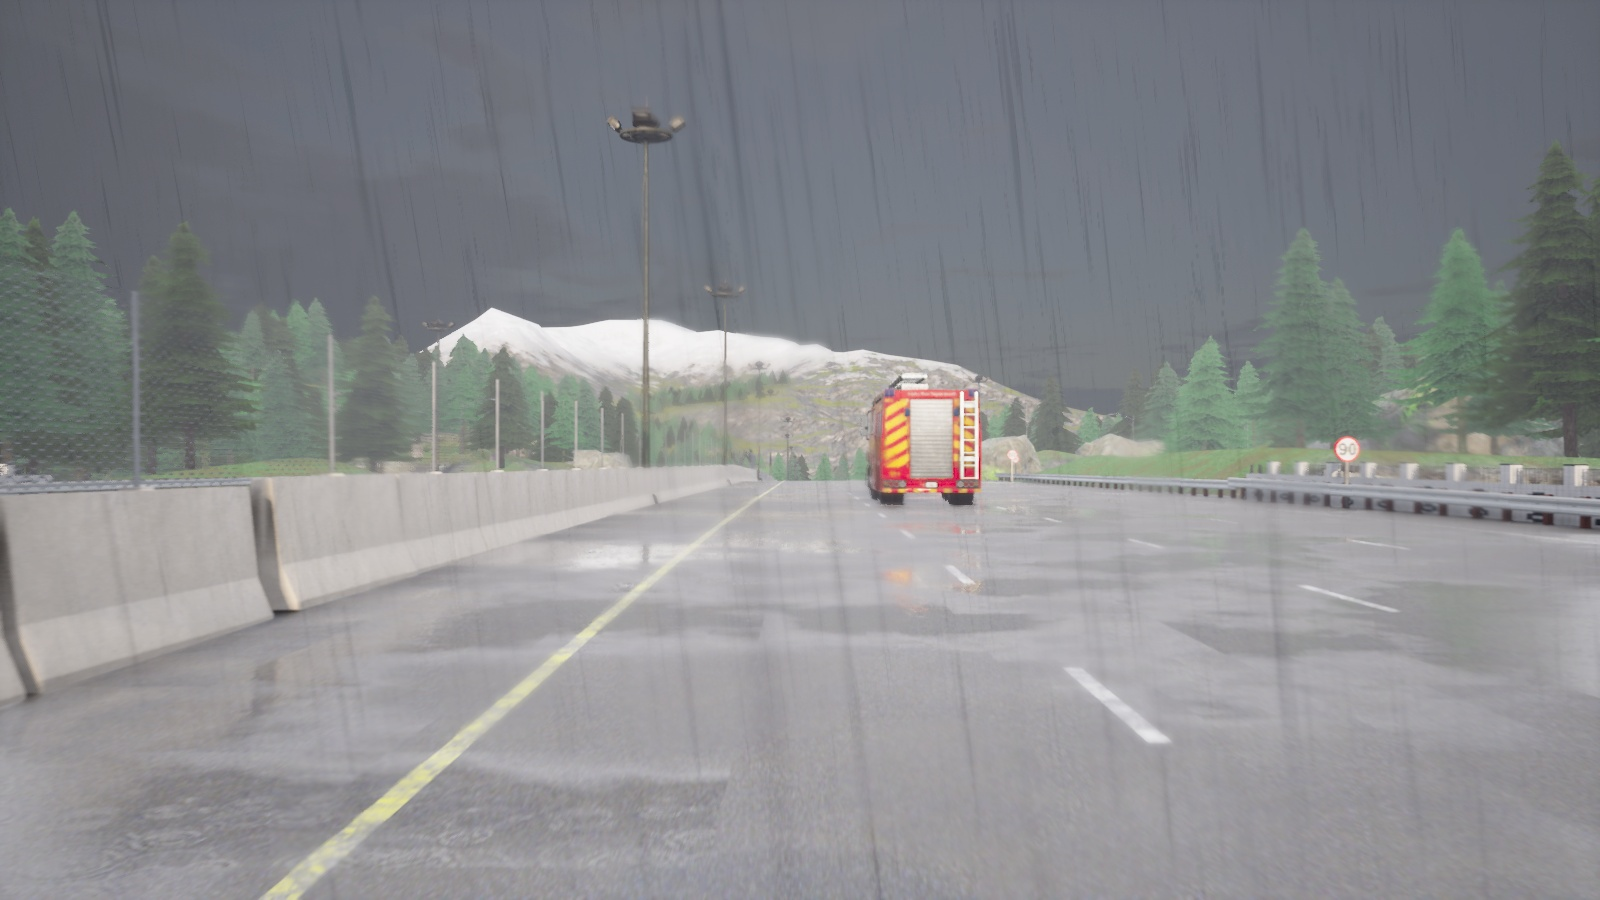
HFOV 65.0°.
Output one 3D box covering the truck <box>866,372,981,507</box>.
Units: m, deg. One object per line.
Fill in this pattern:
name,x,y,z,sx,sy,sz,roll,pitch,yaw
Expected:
truck,3.744,-0.250,40.011,2.891,3.827,8.468,0,-1,0
